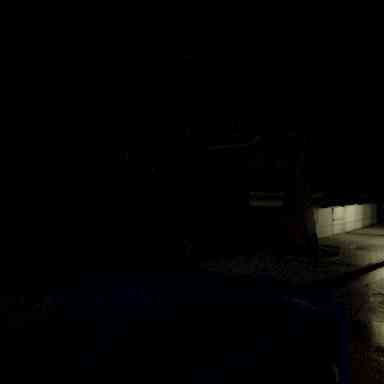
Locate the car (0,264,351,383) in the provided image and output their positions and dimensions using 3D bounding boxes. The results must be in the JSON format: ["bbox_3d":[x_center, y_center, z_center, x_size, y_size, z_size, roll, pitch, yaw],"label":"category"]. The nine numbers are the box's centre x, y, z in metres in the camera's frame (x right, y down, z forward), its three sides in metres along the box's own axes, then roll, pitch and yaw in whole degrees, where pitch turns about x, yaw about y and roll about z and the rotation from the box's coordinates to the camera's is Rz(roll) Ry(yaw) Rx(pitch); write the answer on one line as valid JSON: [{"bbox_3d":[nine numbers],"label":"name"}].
[{"bbox_3d":[-0.626,1.484,2.786,5.008,1.535,1.882,0,0,-37],"label":"car"}]
